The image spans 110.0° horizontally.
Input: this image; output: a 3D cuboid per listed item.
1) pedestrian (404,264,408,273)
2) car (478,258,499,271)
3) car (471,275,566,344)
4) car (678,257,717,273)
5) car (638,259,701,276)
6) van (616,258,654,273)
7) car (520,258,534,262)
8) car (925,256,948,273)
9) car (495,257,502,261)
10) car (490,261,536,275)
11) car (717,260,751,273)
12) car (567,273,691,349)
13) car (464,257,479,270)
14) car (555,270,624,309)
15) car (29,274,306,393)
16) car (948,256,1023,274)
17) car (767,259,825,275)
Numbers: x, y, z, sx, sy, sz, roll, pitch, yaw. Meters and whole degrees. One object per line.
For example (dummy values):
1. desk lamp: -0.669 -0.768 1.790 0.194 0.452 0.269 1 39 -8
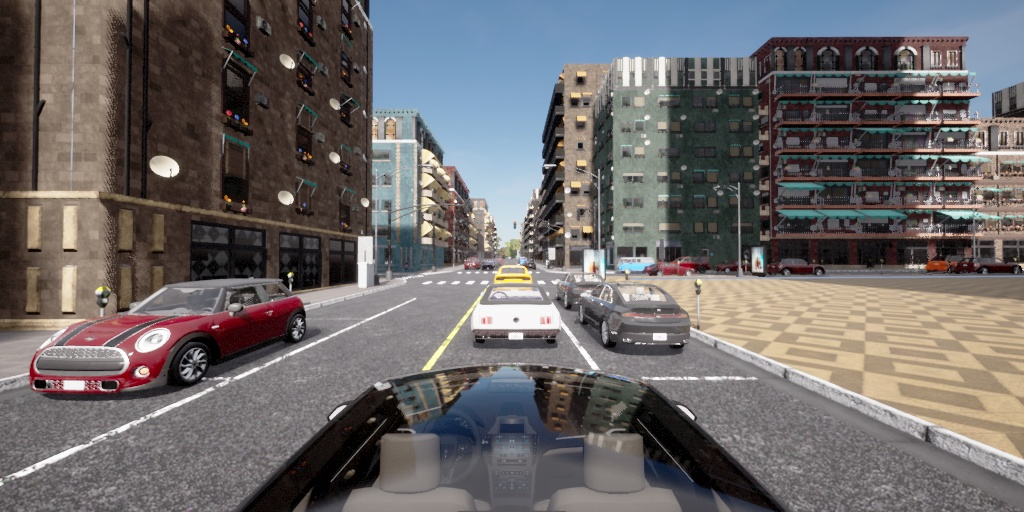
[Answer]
1. pedestrian: -12.618 1.104 42.704 0.375 1.860 0.375 0 0 0
2. car: -3.222 1.377 50.464 1.895 1.301 4.718 0 0 1
3. car: 0.082 1.354 9.593 1.895 1.301 4.718 0 0 0
4. car: 19.215 0.983 39.583 5.009 1.841 2.192 0 0 0
5. car: 13.644 1.168 31.230 4.207 1.307 1.802 0 0 0
6. van: 13.688 1.052 39.611 3.998 1.789 1.690 0 0 0
7. car: 2.580 1.343 52.772 1.948 1.339 4.313 0 0 0
8. car: 42.033 0.762 33.693 4.553 1.767 2.097 0 -1 0
9. car: -3.211 1.329 60.158 2.033 1.411 5.357 0 0 0
10. car: 0.055 1.236 19.046 1.882 1.535 5.008 0 0 0
11. car: 24.743 1.171 39.555 4.507 1.381 1.888 0 0 0
12. car: 2.805 1.304 9.010 2.007 1.370 4.403 0 0 0
13. car: -5.800 1.092 52.794 2.192 1.841 5.009 0 0 0
14. car: 2.793 1.306 14.580 2.007 1.370 4.403 0 0 0
15. car: -5.830 1.192 6.756 1.967 1.591 4.097 0 0 0
16. car: 41.281 0.816 31.092 4.097 1.591 1.967 0 0 0
17. car: 24.699 0.940 31.175 4.097 1.591 1.967 0 0 0
